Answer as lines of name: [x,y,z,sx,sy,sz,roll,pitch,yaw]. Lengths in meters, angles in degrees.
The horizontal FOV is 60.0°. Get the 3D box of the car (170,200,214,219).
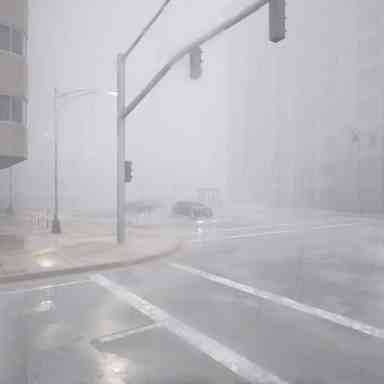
car: [-0.095,1.505,29.185,1.837,1.490,4.892,0,0,-36]

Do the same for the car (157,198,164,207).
car: [-6.272,1.547,43.914,2.033,1.411,5.357,0,0,-36]

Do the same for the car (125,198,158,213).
car: [-6.081,1.601,37.409,1.895,1.301,4.718,0,0,-36]
